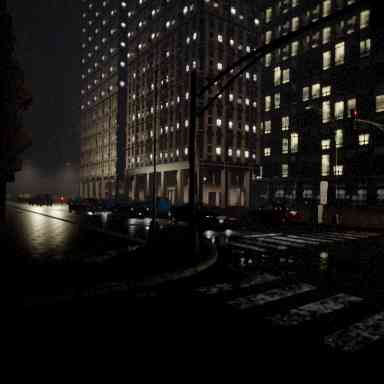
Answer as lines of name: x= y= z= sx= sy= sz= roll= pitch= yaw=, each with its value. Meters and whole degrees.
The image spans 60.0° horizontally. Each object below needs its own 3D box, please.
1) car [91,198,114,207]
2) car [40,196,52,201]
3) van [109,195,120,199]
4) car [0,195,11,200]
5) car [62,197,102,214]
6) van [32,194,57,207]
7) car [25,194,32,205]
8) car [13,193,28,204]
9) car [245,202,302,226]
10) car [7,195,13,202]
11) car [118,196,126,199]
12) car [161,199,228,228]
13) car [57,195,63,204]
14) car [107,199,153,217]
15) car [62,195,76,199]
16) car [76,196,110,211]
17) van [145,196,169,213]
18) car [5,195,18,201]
car: x=-13.914 y=1.586 z=51.542 sx=1.947 sy=1.339 sz=4.313 roll=1 pitch=-1 yaw=-35
car: x=-36.818 y=1.570 z=83.773 sx=1.802 sy=1.307 sz=4.206 roll=1 pitch=-1 yaw=-35
van: x=-10.637 y=1.368 z=46.941 sx=1.690 sy=1.788 sz=3.998 roll=1 pitch=-1 yaw=-35
car: x=-46.823 y=1.365 z=83.388 sx=1.752 sy=1.417 sz=4.829 roll=1 pitch=-1 yaw=-35
car: x=-10.928 y=1.427 z=32.876 sx=2.008 sy=1.369 sz=4.403 roll=1 pitch=-1 yaw=-35
van: x=-20.740 y=1.197 z=46.691 sx=1.690 sy=1.788 sz=3.998 roll=1 pitch=-1 yaw=-35
car: x=-24.016 y=1.432 z=51.293 sx=1.802 sy=1.307 sz=4.206 roll=1 pitch=-1 yaw=-35
car: x=-30.556 y=1.155 z=60.505 sx=2.192 sy=1.841 sz=5.009 roll=1 pitch=-1 yaw=-35
car: x=5.721 y=1.505 z=23.918 sx=1.967 sy=1.590 sz=4.097 roll=1 pitch=-1 yaw=-35
car: x=-37.104 y=1.397 z=69.711 sx=1.947 sy=1.339 sz=4.313 roll=1 pitch=-1 yaw=-35
car: x=-7.369 y=1.584 z=42.334 sx=2.008 sy=1.369 sz=4.403 roll=1 pitch=-1 yaw=-35
car: x=0.302 y=1.441 z=21.547 sx=2.128 sy=1.511 sz=4.902 roll=1 pitch=-1 yaw=-35
car: x=-24.926 y=1.307 z=62.574 sx=2.097 sy=1.767 sz=4.553 roll=1 pitch=-1 yaw=-35
car: x=-5.649 y=1.535 z=29.916 sx=1.895 sy=1.301 sz=4.718 roll=1 pitch=-1 yaw=-35
car: x=-18.940 y=1.456 z=54.147 sx=2.128 sy=1.511 sz=4.902 roll=1 pitch=-1 yaw=-35
car: x=-11.433 y=1.424 z=38.078 sx=1.837 sy=1.490 sz=4.892 roll=1 pitch=0 yaw=-35
van: x=-4.094 y=1.382 z=37.732 sx=1.690 sy=1.788 sz=3.998 roll=1 pitch=-1 yaw=-35
car: x=-40.375 y=1.378 z=74.316 sx=2.008 sy=1.369 sz=4.403 roll=1 pitch=-1 yaw=-35
